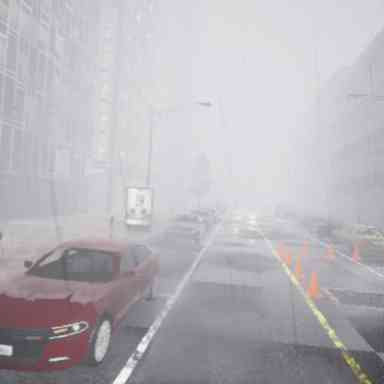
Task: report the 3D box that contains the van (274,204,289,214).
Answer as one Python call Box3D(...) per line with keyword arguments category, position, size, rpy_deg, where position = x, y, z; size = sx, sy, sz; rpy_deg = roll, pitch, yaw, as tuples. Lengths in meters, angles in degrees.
Box3D(category="van", position=(11.872, 2.463, 43.932), size=(1.690, 1.788, 3.998), rpy_deg=(4, -1, 8))

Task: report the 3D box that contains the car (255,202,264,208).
Box3D(category="car", position=(17.941, 3.463, 88.765), size=(2.008, 1.369, 4.403), rpy_deg=(4, 0, 8))

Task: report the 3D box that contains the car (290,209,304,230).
Box3D(category="car", position=(9.578, 2.367, 27.117), size=(2.008, 1.369, 4.403), rpy_deg=(4, -1, 8))

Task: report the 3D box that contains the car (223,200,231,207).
Box3D(category="car", position=(8.901, 2.830, 84.330), size=(1.967, 1.590, 4.097), rpy_deg=(4, 0, 8))

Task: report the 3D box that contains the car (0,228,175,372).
Box3D(category="car", position=(-1.751, 1.521, 5.864), size=(1.887, 1.381, 4.507), rpy_deg=(4, -1, 8))

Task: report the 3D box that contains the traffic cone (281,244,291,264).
Box3D(category="traffic cone", position=(3.510, 2.282, 12.076), size=(0.340, 0.580, 0.340), rpy_deg=(3, -1, 8))

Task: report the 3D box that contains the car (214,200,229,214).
Box3D(category="car", position=(3.578, 2.135, 45.099), size=(1.967, 1.590, 4.097), rpy_deg=(4, -1, 8))

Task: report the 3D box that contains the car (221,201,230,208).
Box3D(category="car", position=(7.370, 2.776, 73.119), size=(1.802, 1.307, 4.206), rpy_deg=(4, 0, 8))

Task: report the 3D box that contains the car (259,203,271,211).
Box3D(category="car", position=(14.897, 3.103, 66.347), size=(1.802, 1.307, 4.206), rpy_deg=(4, 0, 8))

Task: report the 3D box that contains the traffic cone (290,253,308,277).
Box3D(category="traffic cone", position=(3.242, 2.246, 10.094), size=(0.340, 0.580, 0.340), rpy_deg=(3, -1, 8))

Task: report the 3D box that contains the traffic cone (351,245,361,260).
Box3D(category="traffic cone", position=(6.748, 2.472, 13.652), size=(0.340, 0.580, 0.340), rpy_deg=(3, -1, 8))

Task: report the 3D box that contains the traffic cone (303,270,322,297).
Box3D(category="traffic cone", position=(2.973, 2.209, 8.113), size=(0.340, 0.580, 0.340), rpy_deg=(3, -1, 8))

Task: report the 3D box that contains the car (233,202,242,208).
Box3D(category="car", position=(10.807, 2.979, 78.529), size=(2.033, 1.411, 5.357), rpy_deg=(3, -1, 8))

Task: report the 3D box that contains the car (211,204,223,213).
Box3D(category="car", position=(1.288, 1.956, 28.282), size=(1.947, 1.339, 4.313), rpy_deg=(4, -1, 8))

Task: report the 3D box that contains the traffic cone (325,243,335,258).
Box3D(category="traffic cone", position=(5.758, 2.421, 13.788), size=(0.340, 0.580, 0.340), rpy_deg=(3, -1, 8))

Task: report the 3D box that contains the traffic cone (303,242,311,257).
Box3D(category="traffic cone", position=(4.769, 2.370, 13.922), size=(0.340, 0.580, 0.340), rpy_deg=(3, -1, 8))

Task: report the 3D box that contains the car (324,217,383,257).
Box3D(category="car", position=(8.082, 2.140, 16.076), size=(1.752, 1.417, 4.829), rpy_deg=(4, -1, 8))

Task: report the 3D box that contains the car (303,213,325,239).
Box3D(category="car", position=(8.816, 2.280, 21.511), size=(1.947, 1.339, 4.313), rpy_deg=(4, -1, 8))

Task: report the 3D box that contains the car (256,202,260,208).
Box3D(category="car", position=(17.179, 3.397, 83.161), size=(1.802, 1.307, 4.206), rpy_deg=(4, 0, 8))

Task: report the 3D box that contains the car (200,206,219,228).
Box3D(category="car", position=(0.529, 1.833, 22.678), size=(1.887, 1.381, 4.507), rpy_deg=(4, -1, 8))

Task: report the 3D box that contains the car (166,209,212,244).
Box3D(category="car", position=(-0.233, 1.767, 17.073), size=(1.802, 1.307, 4.206), rpy_deg=(4, -1, 8))

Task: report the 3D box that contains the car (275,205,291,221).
Box3D(category="car", position=(11.097, 2.585, 38.325), size=(1.947, 1.339, 4.313), rpy_deg=(4, -1, 8))

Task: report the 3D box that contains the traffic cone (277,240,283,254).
Box3D(category="traffic cone", position=(3.779, 2.319, 14.058), size=(0.340, 0.580, 0.340), rpy_deg=(3, -1, 8))
